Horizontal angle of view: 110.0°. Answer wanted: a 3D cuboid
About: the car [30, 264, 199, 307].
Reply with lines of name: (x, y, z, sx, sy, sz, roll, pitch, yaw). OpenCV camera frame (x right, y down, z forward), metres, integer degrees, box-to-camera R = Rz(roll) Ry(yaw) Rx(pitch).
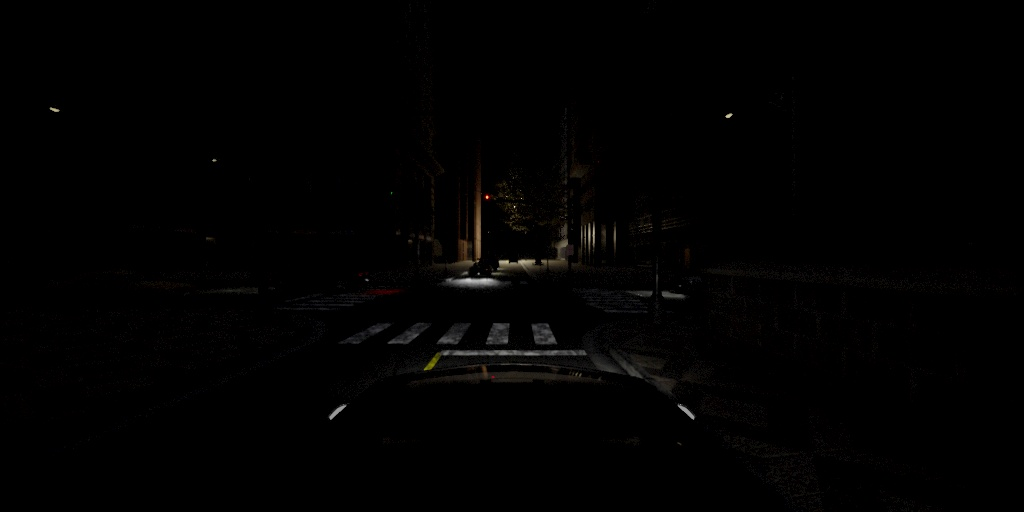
car: (-14.892, 1.143, 13.804, 4.829, 1.417, 1.751, 0, 0, 1)

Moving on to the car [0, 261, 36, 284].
car: (-31.844, 0.967, 22.498, 4.507, 1.381, 1.888, 0, 0, 1)

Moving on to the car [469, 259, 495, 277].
car: (-2.968, 1.264, 34.364, 1.895, 1.301, 4.718, 0, 0, 0)

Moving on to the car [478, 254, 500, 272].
car: (-2.930, 0.817, 44.177, 2.150, 2.045, 5.566, 0, 0, -1)

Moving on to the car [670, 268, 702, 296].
car: (11.449, 1.347, 19.408, 4.674, 1.442, 1.812, 0, 0, 1)

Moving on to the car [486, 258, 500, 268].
car: (-2.872, 1.042, 54.340, 1.812, 1.442, 4.674, 0, 0, 0)

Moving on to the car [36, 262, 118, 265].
car: (-26.227, 1.058, 22.443, 4.313, 1.339, 1.948, 0, 0, 1)

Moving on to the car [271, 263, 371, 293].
car: (-10.381, 1.137, 19.620, 5.008, 1.535, 1.882, 1, 0, 1)
